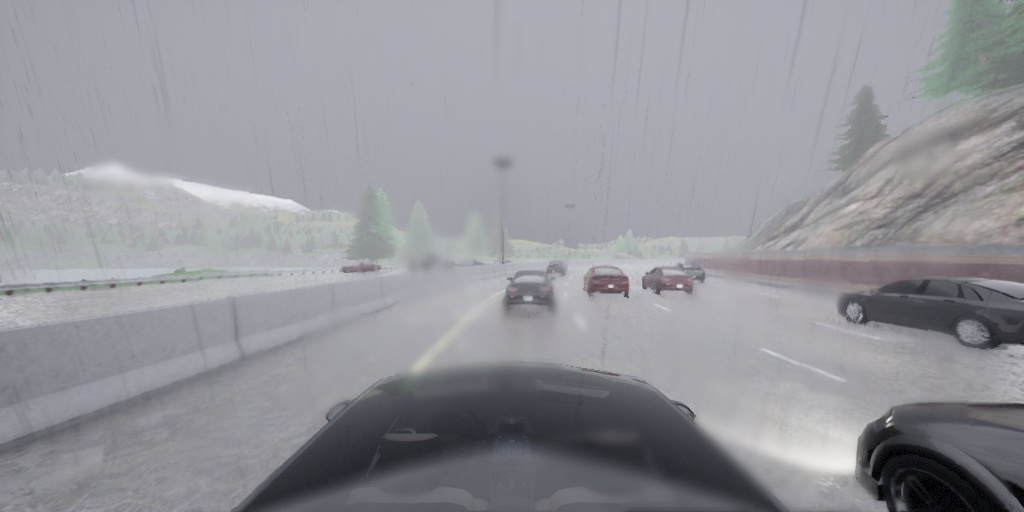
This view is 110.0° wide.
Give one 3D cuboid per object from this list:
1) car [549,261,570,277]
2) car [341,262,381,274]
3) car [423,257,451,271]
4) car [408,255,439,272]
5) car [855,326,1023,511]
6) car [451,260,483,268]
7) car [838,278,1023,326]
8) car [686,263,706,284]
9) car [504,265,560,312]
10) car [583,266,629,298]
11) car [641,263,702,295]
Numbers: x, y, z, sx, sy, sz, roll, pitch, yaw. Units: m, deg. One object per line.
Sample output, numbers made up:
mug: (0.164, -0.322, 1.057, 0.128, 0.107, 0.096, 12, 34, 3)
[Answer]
car: (4.592, 1.260, 35.960, 1.837, 1.490, 4.892, 0, 0, 14)
car: (-16.444, 1.289, 39.216, 1.895, 1.301, 4.718, 0, 0, 14)
car: (-8.174, 1.204, 43.108, 2.128, 1.511, 4.902, 0, 0, 16)
car: (-11.021, 0.927, 45.865, 2.150, 2.045, 5.566, 0, 0, 17)
car: (3.692, 1.326, 1.044, 1.994, 1.385, 4.181, 0, 0, 0)
car: (-4.893, 1.201, 41.842, 1.882, 1.535, 5.008, 0, 0, 16)
car: (10.923, 1.287, 9.074, 1.837, 1.490, 4.892, 0, 0, 3)
car: (13.497, 1.276, 27.981, 2.128, 1.511, 4.902, 0, 0, 12)
car: (0.778, 1.270, 14.125, 1.812, 1.442, 4.674, 0, 0, 5)
car: (4.851, 1.238, 18.894, 1.882, 1.535, 5.008, 0, 0, 7)
car: (8.495, 1.297, 19.775, 1.812, 1.442, 4.674, 0, 0, 8)
